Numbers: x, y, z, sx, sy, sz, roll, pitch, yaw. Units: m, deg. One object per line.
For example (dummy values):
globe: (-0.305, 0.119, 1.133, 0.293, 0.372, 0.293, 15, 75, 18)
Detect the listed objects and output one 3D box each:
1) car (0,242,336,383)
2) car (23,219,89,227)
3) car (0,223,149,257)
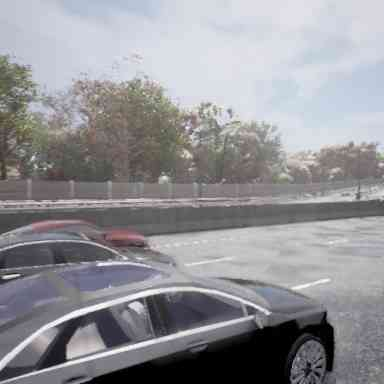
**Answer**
car: (-0.486, 1.491, 3.396, 4.902, 1.511, 2.128, 0, 0, -35)
car: (-3.474, 1.524, 9.869, 4.674, 1.442, 1.812, 0, 0, -35)
car: (-2.471, 1.504, 6.283, 4.892, 1.490, 1.837, 0, 0, -35)
